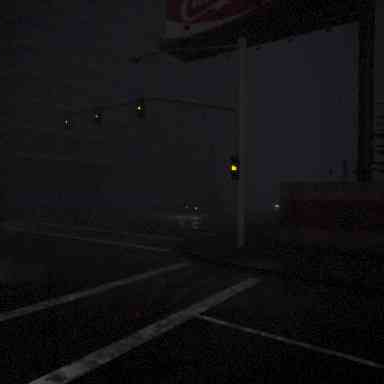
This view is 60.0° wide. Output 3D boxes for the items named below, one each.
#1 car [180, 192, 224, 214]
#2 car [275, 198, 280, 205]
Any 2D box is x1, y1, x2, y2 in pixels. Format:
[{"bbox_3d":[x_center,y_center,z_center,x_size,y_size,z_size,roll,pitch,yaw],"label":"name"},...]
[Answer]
[{"bbox_3d":[1.098,1.060,33.454,2.150,2.045,5.566,1,0,35],"label":"car"},{"bbox_3d":[14.685,1.403,52.539,1.994,1.385,4.181,1,0,36],"label":"car"}]
